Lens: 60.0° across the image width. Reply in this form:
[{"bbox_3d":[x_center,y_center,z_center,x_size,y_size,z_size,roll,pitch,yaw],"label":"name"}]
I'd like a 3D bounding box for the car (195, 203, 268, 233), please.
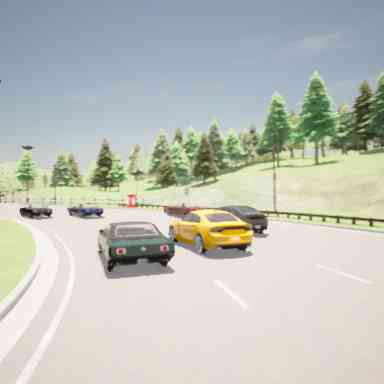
[{"bbox_3d":[2.192,1.480,18.366,1.837,1.490,4.892,0,0,-25],"label":"car"}]

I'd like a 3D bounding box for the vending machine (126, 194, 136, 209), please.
[{"bbox_3d":[-8.466,1.294,46.253,1.100,2.100,0.880,-1,0,-45],"label":"vending machine"}]

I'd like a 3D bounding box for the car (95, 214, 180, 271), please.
[{"bbox_3d":[-2.110,1.625,11.230,1.895,1.301,4.718,-1,0,-20],"label":"car"}]

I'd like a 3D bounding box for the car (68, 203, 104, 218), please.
[{"bbox_3d":[-10.129,1.718,31.395,1.895,1.301,4.718,-1,0,-38],"label":"car"}]

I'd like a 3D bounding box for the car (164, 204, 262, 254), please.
[{"bbox_3d":[0.566,1.471,13.644,1.882,1.535,5.008,0,0,-22],"label":"car"}]

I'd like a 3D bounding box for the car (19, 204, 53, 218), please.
[{"bbox_3d":[-14.997,1.775,31.802,1.895,1.301,4.718,-1,0,-40],"label":"car"}]
